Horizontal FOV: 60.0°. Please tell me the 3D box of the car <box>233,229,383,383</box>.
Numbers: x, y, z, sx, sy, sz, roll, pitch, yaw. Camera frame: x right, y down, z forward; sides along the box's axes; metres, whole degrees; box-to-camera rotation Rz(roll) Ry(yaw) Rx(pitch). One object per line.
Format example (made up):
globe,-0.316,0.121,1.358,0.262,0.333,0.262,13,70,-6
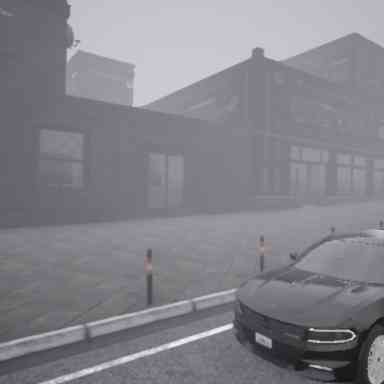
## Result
car,2.870,1.409,5.413,5.008,1.535,1.882,-2,1,-36
